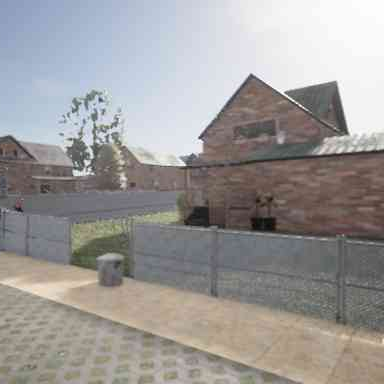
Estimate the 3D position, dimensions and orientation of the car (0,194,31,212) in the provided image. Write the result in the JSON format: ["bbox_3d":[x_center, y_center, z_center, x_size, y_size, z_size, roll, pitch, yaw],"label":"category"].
[{"bbox_3d":[-11.229,0.911,21.543,2.097,1.767,4.553,-1,1,36],"label":"car"}]
